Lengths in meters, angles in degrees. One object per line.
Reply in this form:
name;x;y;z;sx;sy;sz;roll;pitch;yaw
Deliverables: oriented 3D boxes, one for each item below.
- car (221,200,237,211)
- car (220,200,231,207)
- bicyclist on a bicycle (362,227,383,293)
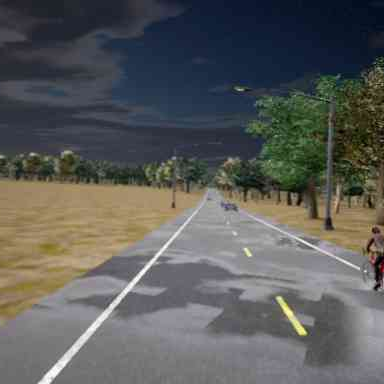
car;6.348;2.299;54.261;2.128;1.511;4.902;2;0;3
car;7.240;2.522;72.842;2.033;1.411;5.357;2;0;3
bicyclist on a bicycle;4.775;1.741;8.537;0.582;1.620;1.656;2;-1;3
